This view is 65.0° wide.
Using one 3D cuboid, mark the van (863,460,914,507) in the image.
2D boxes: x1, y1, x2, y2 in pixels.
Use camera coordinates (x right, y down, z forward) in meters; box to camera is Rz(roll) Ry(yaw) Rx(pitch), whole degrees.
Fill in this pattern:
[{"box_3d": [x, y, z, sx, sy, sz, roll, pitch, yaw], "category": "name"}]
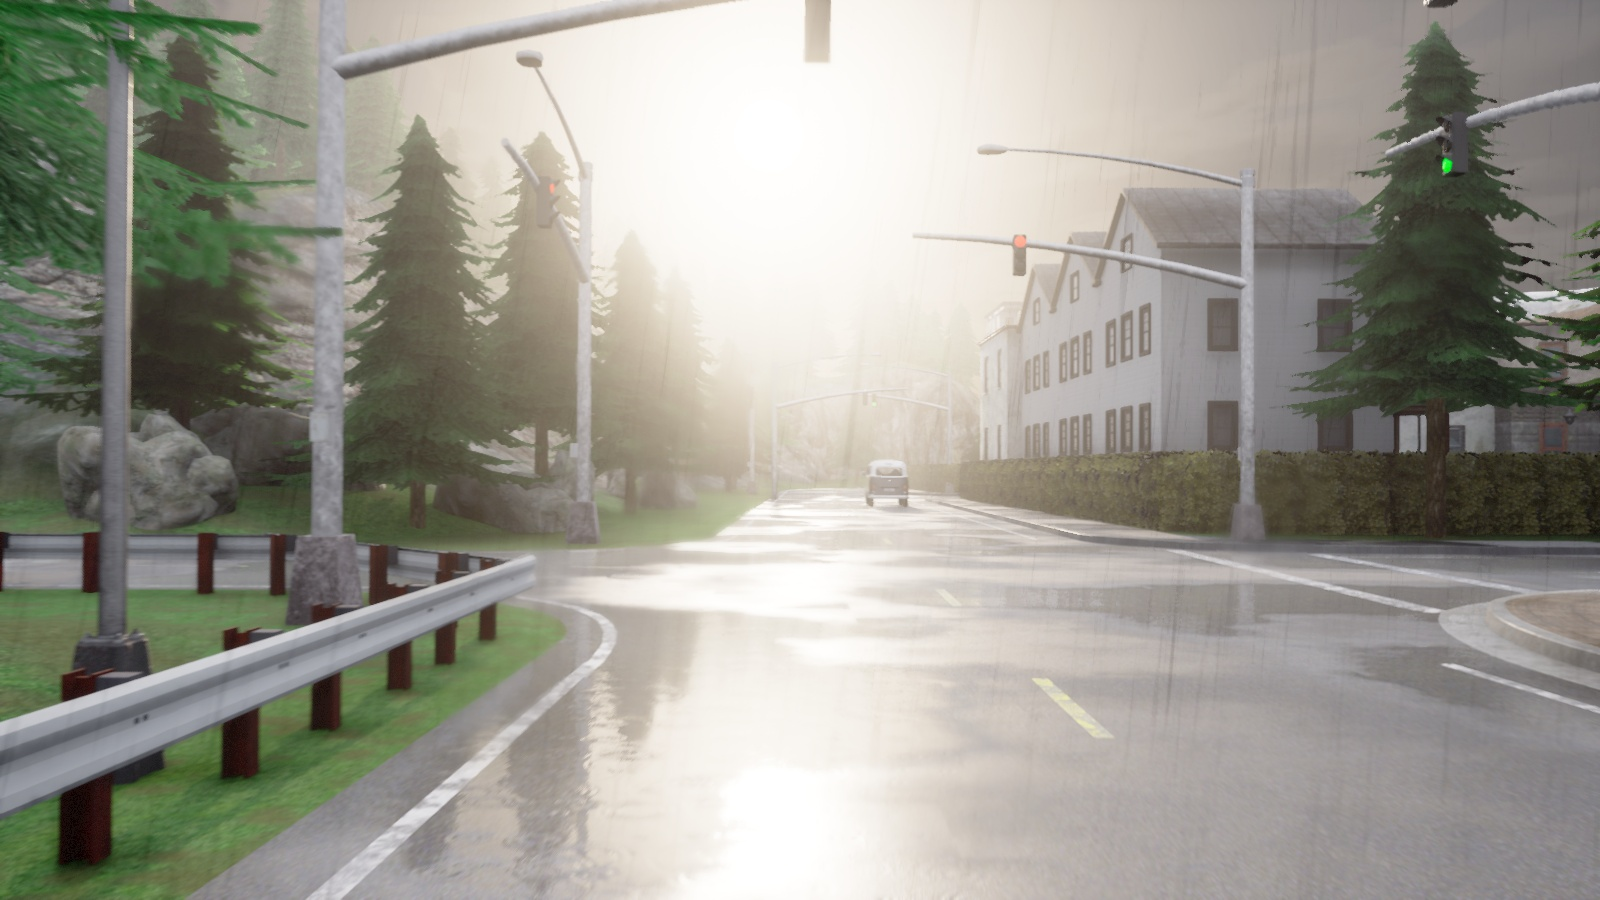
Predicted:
[{"box_3d": [3.972, 1.480, 57.020, 2.069, 2.038, 4.480, 0, -1, 0], "category": "van"}]
